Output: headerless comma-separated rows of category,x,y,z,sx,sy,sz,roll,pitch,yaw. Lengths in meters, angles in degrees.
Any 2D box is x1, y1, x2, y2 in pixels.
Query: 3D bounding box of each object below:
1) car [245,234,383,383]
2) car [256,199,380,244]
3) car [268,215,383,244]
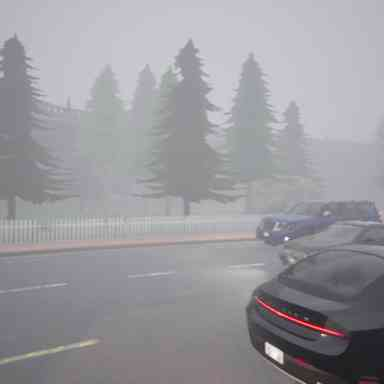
car,3.081,1.551,4.815,4.892,1.490,1.837,0,0,-27
car,5.430,1.320,13.943,5.566,2.045,2.150,1,0,-23
car,4.816,1.603,9.864,4.674,1.442,1.812,1,0,-24
